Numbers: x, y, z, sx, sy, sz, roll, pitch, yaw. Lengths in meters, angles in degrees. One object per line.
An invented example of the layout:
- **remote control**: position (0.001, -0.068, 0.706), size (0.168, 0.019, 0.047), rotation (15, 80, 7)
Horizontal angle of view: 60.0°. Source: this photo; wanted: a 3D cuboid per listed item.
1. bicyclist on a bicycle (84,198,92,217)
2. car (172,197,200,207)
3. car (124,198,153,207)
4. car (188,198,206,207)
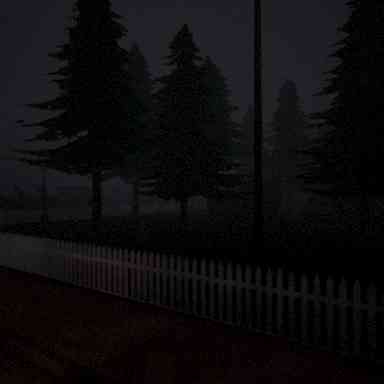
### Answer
- **bicyclist on a bicycle**: position (-8.945, 1.386, 29.027), size (1.656, 1.620, 0.582), rotation (0, 0, 34)
- **car**: position (-0.915, 1.590, 54.007), size (1.882, 1.535, 5.008), rotation (0, 0, 34)
- **car**: position (-8.731, 1.684, 55.153), size (2.033, 1.411, 5.357), rotation (0, 0, 34)
- **car**: position (1.473, 1.647, 51.299), size (2.033, 1.411, 5.357), rotation (0, 0, 35)
